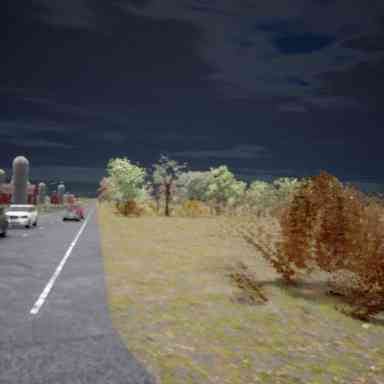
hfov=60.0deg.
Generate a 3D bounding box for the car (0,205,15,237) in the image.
[{"bbox_3d":[-12.467,1.778,19.507,2.150,2.045,5.566,2,-3,-16],"label":"car"}]

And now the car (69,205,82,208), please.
[{"bbox_3d":[-17.728,3.032,50.576,2.150,2.045,5.566,2,-3,-16],"label":"car"}]

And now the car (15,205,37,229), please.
[{"bbox_3d":[-15.593,2.180,30.297,2.150,2.045,5.566,2,-3,-16],"label":"car"}]

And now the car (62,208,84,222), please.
[{"bbox_3d":[-15.401,3.079,42.633,1.994,1.385,4.181,2,-3,-16],"label":"car"}]
